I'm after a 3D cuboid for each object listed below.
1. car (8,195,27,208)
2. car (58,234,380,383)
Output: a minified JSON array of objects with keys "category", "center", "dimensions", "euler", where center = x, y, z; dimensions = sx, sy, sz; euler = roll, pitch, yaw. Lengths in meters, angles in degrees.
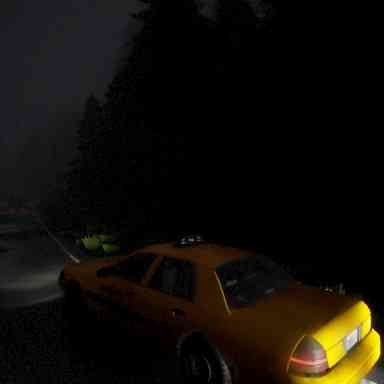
[{"category":"car","center":[-21.015,1.057,40.139],"dimensions":[2.128,1.511,4.902],"euler":[-2,2,-26]},{"category":"car","center":[-0.241,1.417,5.102],"dimensions":[5.366,1.575,1.801],"euler":[1,1,45]}]
